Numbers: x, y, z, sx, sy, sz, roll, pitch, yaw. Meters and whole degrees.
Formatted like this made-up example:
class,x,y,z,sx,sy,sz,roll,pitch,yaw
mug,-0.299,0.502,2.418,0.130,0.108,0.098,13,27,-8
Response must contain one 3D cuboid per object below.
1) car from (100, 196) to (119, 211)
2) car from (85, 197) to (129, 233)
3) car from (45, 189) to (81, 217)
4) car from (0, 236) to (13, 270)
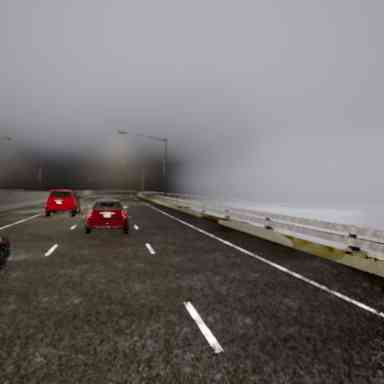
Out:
class,x,y,z,sx,sy,sz,roll,pitch,yaw
car,-8.877,1.206,35.992,1.895,1.301,4.718,2,0,-13
car,-4.615,1.151,18.228,2.097,1.767,4.553,2,0,-14
car,-10.265,0.830,26.741,2.150,2.045,5.566,2,0,-13
car,-5.484,1.368,7.041,2.033,1.411,5.357,2,0,-14
